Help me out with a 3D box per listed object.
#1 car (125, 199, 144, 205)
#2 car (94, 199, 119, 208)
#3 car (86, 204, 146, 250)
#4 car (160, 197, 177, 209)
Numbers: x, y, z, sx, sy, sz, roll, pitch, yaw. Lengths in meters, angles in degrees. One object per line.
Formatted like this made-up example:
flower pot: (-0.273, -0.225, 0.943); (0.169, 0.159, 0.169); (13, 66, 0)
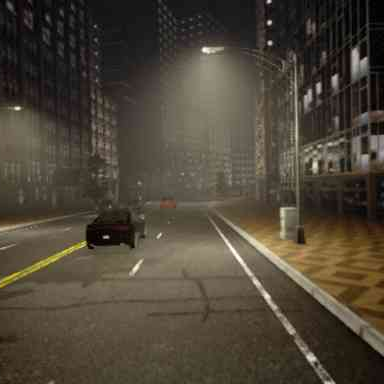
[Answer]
car: (-6.680, 1.521, 38.953); (2.033, 1.411, 5.357); (-1, 0, 0)
car: (-9.927, 1.657, 38.973); (2.097, 1.767, 4.553); (-1, 0, 0)
car: (-3.241, 1.560, 14.985); (1.882, 1.535, 5.008); (-1, 0, 0)
car: (-3.229, 1.454, 46.449); (2.097, 1.767, 4.553); (-1, 0, 1)
